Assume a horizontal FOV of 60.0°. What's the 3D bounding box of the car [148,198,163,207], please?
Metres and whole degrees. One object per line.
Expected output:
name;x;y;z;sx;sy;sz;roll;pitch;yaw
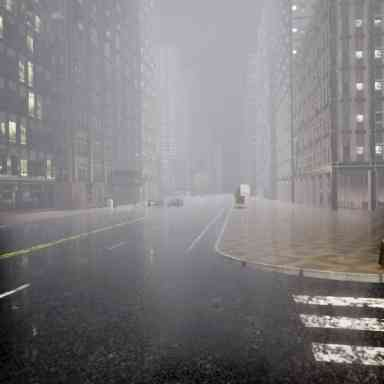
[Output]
car;-5.867;1.666;54.401;2.128;1.511;4.902;-1;0;8

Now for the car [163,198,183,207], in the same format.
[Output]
car;-2.647;1.678;53.956;2.033;1.411;5.357;-1;0;8
